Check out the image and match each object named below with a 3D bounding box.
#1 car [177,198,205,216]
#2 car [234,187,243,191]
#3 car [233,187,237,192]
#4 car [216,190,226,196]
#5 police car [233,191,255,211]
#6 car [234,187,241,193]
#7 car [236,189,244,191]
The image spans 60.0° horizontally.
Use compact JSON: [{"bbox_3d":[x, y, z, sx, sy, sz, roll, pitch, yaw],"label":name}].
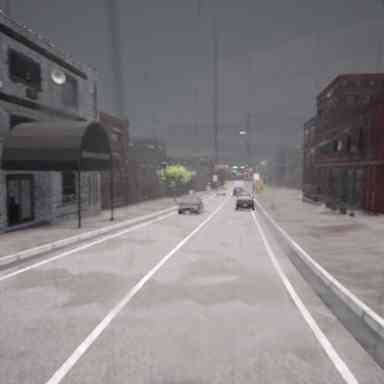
[{"bbox_3d":[0.025,1.211,29.375,2.033,1.411,5.357,1,1,9],"label":"car"},{"bbox_3d":[7.956,0.572,50.984,2.097,1.767,4.553,1,2,8],"label":"car"},{"bbox_3d":[9.542,-0.119,68.718,2.150,2.045,5.566,1,2,8],"label":"car"},{"bbox_3d":[6.181,0.157,69.846,1.895,1.301,4.718,1,2,9],"label":"car"},{"bbox_3d":[5.610,1.039,35.297,1.930,1.638,5.238,1,1,8],"label":"police car"},{"bbox_3d":[11.708,-0.471,85.489,1.812,1.442,4.674,1,2,8],"label":"car"},{"bbox_3d":[7.100,0.835,45.268,1.801,1.575,5.366,1,2,8],"label":"car"}]
